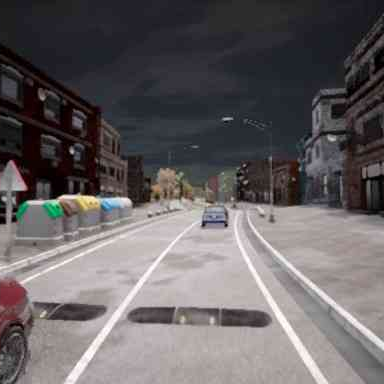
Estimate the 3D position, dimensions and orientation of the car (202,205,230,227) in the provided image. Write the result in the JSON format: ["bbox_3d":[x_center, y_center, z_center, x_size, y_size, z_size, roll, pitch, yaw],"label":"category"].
[{"bbox_3d":[1.765,1.681,24.252,2.033,1.411,5.357,0,0,7],"label":"car"}]

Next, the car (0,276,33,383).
[{"bbox_3d":[-3.006,1.525,2.574,1.812,1.442,4.674,0,0,1],"label":"car"}]
